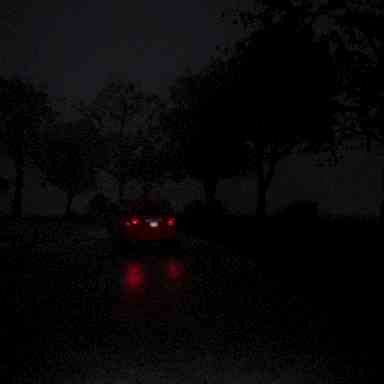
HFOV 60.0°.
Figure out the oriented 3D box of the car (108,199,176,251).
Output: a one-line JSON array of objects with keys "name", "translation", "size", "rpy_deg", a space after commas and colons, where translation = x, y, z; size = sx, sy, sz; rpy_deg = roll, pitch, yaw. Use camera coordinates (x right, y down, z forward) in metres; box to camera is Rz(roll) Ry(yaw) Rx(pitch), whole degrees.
[{"name": "car", "translation": [-2.410, 1.343, 15.136], "size": [2.150, 2.045, 5.566], "rpy_deg": [1, -1, -21]}]
